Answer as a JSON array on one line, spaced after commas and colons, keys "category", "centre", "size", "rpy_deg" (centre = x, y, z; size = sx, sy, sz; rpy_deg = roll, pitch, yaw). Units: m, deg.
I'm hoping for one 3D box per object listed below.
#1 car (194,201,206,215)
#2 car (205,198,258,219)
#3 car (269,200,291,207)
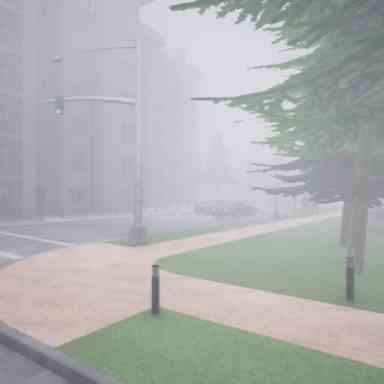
[{"category": "car", "centre": [2.138, 1.386, 32.254], "size": [1.882, 1.535, 5.008], "rpy_deg": [0, 0, 37]}, {"category": "car", "centre": [3.692, 1.479, 28.324], "size": [2.033, 1.411, 5.357], "rpy_deg": [0, 0, 37]}, {"category": "car", "centre": [12.131, 1.241, 45.514], "size": [1.812, 1.442, 4.674], "rpy_deg": [0, 0, 37]}]
